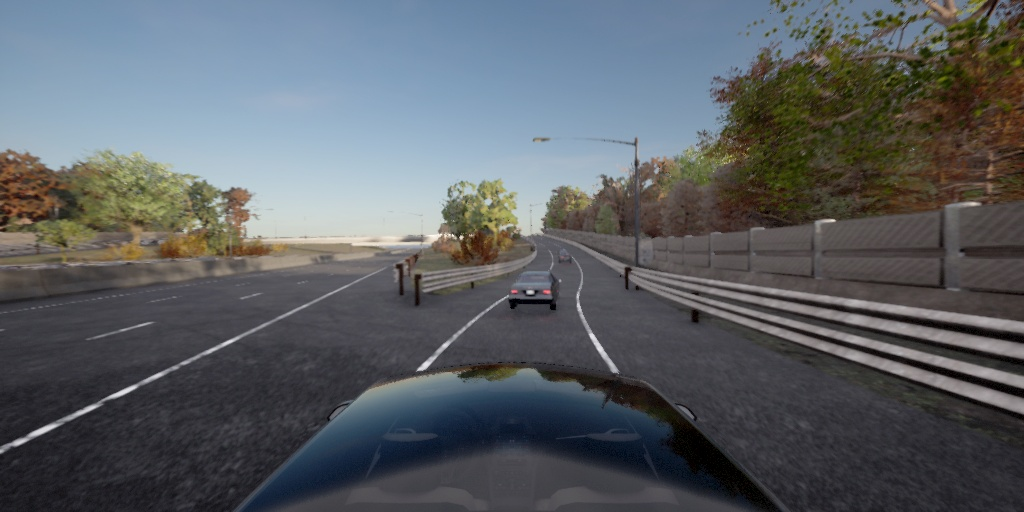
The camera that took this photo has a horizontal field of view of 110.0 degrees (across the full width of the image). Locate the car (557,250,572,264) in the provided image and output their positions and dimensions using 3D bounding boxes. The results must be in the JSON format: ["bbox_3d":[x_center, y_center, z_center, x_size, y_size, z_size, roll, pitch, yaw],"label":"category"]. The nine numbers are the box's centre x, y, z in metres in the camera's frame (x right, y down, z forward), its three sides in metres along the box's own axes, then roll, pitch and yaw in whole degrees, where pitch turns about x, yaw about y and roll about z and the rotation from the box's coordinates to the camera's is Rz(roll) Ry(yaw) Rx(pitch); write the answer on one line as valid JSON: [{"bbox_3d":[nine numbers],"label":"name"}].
[{"bbox_3d":[7.750,0.247,52.710,2.128,1.511,4.902,-1,3,7],"label":"car"}]

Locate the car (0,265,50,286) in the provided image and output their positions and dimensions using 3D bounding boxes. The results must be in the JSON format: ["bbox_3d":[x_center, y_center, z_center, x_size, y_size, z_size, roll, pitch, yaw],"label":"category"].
[{"bbox_3d":[-37.995,1.463,26.366,2.033,1.411,5.357,-1,1,-14],"label":"car"}]

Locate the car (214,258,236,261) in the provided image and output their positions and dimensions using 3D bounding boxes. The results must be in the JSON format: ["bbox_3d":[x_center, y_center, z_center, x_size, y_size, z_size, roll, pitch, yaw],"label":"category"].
[{"bbox_3d":[-35.680,1.061,46.257,1.895,1.301,4.718,-1,1,-13],"label":"car"}]

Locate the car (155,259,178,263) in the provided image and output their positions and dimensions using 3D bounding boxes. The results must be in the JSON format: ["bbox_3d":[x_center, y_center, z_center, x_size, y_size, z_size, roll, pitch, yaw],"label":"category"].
[{"bbox_3d":[-42.260,1.151,43.700,1.837,1.490,4.892,-1,1,-13],"label":"car"}]

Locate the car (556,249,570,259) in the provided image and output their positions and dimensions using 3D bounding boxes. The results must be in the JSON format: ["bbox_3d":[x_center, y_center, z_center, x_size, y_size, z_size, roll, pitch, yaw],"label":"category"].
[{"bbox_3d":[8.853,-0.405,62.711,2.033,1.411,5.357,-1,4,5],"label":"car"}]

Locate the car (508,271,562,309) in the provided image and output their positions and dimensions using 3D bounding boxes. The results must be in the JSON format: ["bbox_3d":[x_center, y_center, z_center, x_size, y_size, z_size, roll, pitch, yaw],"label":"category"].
[{"bbox_3d":[1.084,1.345,15.363,2.033,1.411,5.357,-1,0,10],"label":"car"}]

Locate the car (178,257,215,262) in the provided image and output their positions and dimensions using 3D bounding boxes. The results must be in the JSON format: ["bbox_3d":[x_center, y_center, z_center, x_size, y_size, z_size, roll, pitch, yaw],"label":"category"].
[{"bbox_3d":[-39.034,0.902,45.215,2.097,1.767,4.553,-1,1,-14],"label":"car"}]

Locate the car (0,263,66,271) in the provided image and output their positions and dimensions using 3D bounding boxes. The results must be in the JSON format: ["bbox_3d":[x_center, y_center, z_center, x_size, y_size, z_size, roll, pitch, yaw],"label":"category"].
[{"bbox_3d":[-34.627,1.321,27.290,2.128,1.511,4.902,-1,1,-14],"label":"car"}]

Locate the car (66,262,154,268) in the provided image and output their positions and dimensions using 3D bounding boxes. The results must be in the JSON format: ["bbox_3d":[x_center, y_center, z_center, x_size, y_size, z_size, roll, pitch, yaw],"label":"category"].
[{"bbox_3d":[-31.223,1.248,28.103,1.837,1.490,4.892,-1,1,-14],"label":"car"}]
